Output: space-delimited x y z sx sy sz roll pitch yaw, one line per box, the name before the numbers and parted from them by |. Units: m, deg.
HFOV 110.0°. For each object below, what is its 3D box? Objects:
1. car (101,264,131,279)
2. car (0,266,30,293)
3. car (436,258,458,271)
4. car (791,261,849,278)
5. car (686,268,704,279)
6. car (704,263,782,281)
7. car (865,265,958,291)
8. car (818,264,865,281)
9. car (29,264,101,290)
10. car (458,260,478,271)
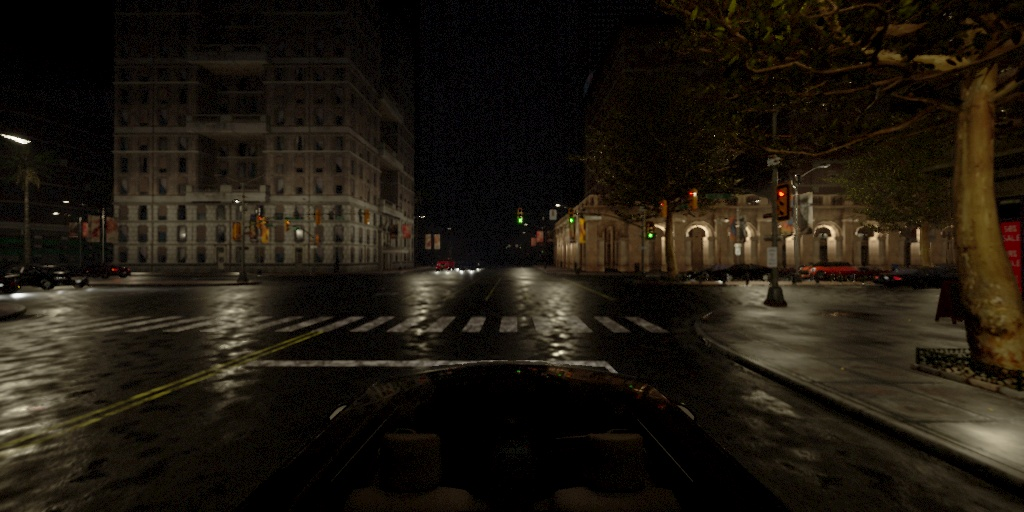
car | -39.855 1.482 34.800 4.674 1.442 1.812 0 0 1
car | -29.786 1.425 19.524 4.181 1.385 1.994 0 0 1
car | -10.417 1.310 56.458 2.150 2.045 5.566 0 0 0
car | 29.954 1.302 34.186 4.553 1.767 2.097 0 0 0
car | 19.664 1.498 34.278 5.357 1.411 2.033 0 0 1
car | 19.718 1.407 30.778 5.008 1.535 1.882 0 0 1
car | 26.029 1.425 22.510 5.357 1.411 2.033 0 0 1
car | 29.595 1.529 30.690 4.718 1.301 1.895 0 0 1
car | -30.225 1.374 23.035 4.902 1.511 2.128 0 0 1
car | -6.914 1.617 56.860 1.812 1.442 4.674 0 0 0
